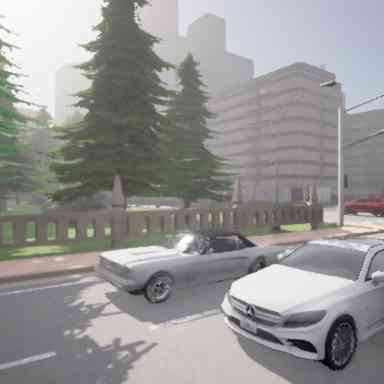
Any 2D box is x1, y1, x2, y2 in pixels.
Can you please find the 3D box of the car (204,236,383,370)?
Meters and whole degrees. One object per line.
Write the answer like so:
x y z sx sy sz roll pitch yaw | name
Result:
2.662 1.563 5.865 4.674 1.442 1.812 0 0 -36 | car

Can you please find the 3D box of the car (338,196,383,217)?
17.959 1.460 34.154 2.150 2.045 5.566 1 0 -37 | car

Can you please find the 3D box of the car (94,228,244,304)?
0.091 1.634 8.340 4.718 1.301 1.895 0 0 -35 | car
